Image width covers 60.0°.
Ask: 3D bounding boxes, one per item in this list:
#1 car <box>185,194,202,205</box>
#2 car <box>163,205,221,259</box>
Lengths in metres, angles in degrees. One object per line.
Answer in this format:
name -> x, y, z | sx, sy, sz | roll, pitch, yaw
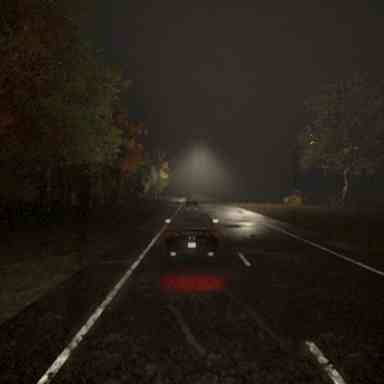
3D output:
car -> -0.019, 1.499, 51.740 | 2.128, 1.511, 4.902 | 0, 0, 0
car -> -0.002, 1.484, 12.688 | 1.882, 1.535, 5.008 | 0, 0, 0
